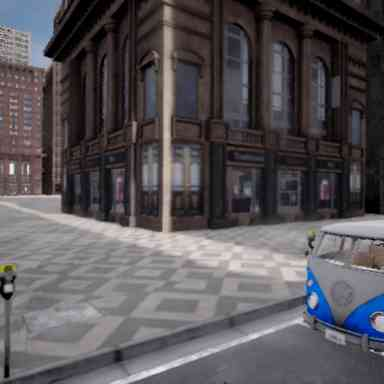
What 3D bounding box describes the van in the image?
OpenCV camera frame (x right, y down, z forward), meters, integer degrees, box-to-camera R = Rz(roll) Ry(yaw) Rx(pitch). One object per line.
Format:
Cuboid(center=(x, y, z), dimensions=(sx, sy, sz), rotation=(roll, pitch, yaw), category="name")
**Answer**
Cuboid(center=(3.554, 1.340, 5.484), dimensions=(3.998, 1.788, 1.690), rotation=(0, 0, -35), category="van")
